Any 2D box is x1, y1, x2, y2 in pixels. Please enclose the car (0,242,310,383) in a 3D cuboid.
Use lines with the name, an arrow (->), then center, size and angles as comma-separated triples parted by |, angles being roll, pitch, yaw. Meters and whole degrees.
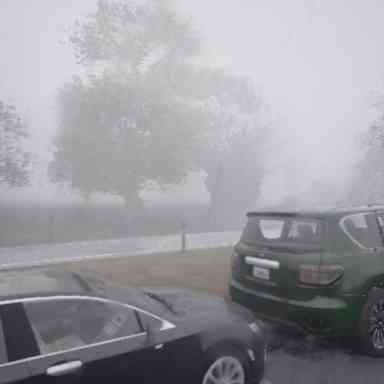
car -> -1.436, 1.476, 3.041 | 4.892, 1.521, 2.231 | 0, -2, -35

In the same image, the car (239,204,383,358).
car -> 3.242, 1.228, 6.166 | 5.566, 2.045, 2.435 | 0, -2, -33
